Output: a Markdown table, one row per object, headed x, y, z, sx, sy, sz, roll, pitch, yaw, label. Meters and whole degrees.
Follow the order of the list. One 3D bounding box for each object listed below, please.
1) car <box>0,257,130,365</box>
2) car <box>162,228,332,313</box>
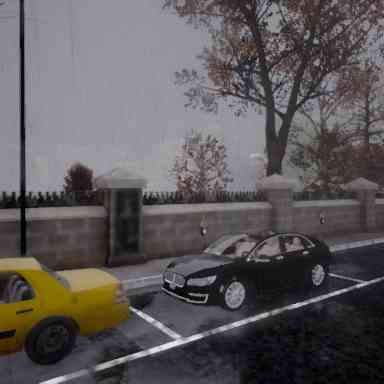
| x | y | z | sx | sy | sz | roll | pitch | yaw | label |
| --- | --- | --- | --- | --- | --- | --- | --- | --- | --- |
| -3.236 | 1.524 | 4.255 | 4.829 | 1.417 | 1.752 | 0 | 0 | -36 | car |
| 1.409 | 1.549 | 7.569 | 4.403 | 1.369 | 2.008 | 0 | 0 | -35 | car |
